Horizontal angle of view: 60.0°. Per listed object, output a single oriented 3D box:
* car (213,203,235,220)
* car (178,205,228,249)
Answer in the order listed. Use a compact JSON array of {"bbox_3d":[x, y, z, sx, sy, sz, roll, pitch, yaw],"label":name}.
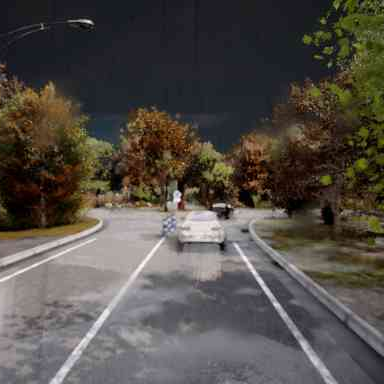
[{"bbox_3d":[2.820,1.750,31.206,1.882,1.535,5.008,-1,-1,15],"label":"car"},{"bbox_3d":[0.421,1.509,14.387,1.812,1.442,4.674,0,0,3],"label":"car"}]
